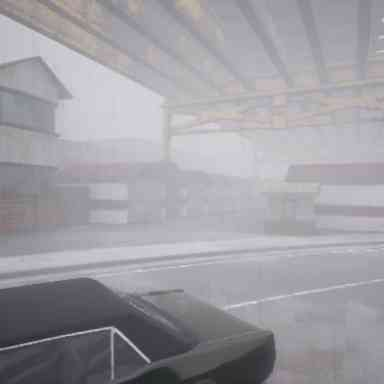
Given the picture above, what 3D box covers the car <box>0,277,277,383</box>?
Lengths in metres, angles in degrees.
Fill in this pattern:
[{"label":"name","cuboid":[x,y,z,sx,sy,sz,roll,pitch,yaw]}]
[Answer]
[{"label":"car","cuboid":[-1.587,1.568,2.739,4.718,1.301,1.895,0,0,-34]}]
